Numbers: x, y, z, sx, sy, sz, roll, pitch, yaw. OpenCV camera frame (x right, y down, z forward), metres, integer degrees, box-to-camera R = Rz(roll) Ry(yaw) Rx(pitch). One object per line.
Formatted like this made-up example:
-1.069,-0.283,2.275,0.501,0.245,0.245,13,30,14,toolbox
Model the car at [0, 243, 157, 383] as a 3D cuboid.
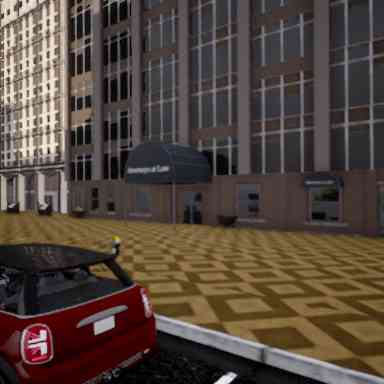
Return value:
-2.513,1.445,4.674,4.097,1.590,1.967,0,0,36,car
